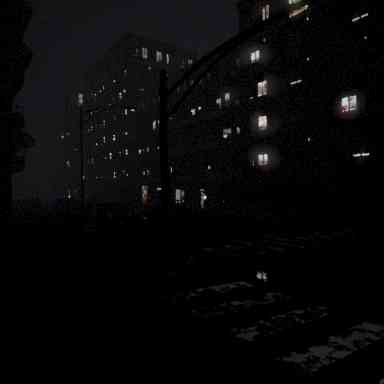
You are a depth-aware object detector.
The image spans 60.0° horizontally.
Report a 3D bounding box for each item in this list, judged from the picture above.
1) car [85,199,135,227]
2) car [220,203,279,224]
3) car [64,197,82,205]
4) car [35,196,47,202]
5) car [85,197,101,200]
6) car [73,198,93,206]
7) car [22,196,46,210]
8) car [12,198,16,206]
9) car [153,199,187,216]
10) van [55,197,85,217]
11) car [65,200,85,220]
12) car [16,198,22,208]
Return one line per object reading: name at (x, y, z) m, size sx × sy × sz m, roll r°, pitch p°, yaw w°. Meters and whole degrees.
car at (-5.871, 1.555, 23.919) m, size 1.967 × 1.590 × 4.097 m, roll -1°, pitch 1°, yaw -36°
car at (4.067, 1.503, 24.429) m, size 1.752 × 1.417 × 4.829 m, roll -1°, pitch 1°, yaw -36°
car at (-21.585, 1.650, 60.306) m, size 2.008 × 1.369 × 4.403 m, roll -1°, pitch 1°, yaw -36°
car at (-37.679, 1.732, 82.816) m, size 1.887 × 1.381 × 4.507 m, roll -1°, pitch 1°, yaw -36°
car at (-15.149, 1.506, 51.301) m, size 1.967 × 1.590 × 4.097 m, roll -1°, pitch 1°, yaw -36°
car at (-18.366, 1.648, 55.804) m, size 1.947 × 1.339 × 4.313 m, roll -1°, pitch 1°, yaw -36°
car at (-21.965, 1.630, 46.428) m, size 1.967 × 1.590 × 4.097 m, roll -1°, pitch 1°, yaw -36°
car at (-31.620, 1.785, 59.934) m, size 1.887 × 1.381 × 4.507 m, roll -1°, pitch 1°, yaw -36°
car at (-2.273, 1.445, 33.293) m, size 1.967 × 1.590 × 4.097 m, roll -1°, pitch 1°, yaw -36°
van at (-12.310, 1.485, 32.921) m, size 1.690 × 1.788 × 3.998 m, roll -1°, pitch 1°, yaw -36°
car at (-8.989, 1.654, 28.283) m, size 1.752 × 1.417 × 4.829 m, roll -1°, pitch 1°, yaw -36°
car at (-25.182, 1.772, 50.930) m, size 1.947 × 1.339 × 4.313 m, roll -1°, pitch 1°, yaw -36°
